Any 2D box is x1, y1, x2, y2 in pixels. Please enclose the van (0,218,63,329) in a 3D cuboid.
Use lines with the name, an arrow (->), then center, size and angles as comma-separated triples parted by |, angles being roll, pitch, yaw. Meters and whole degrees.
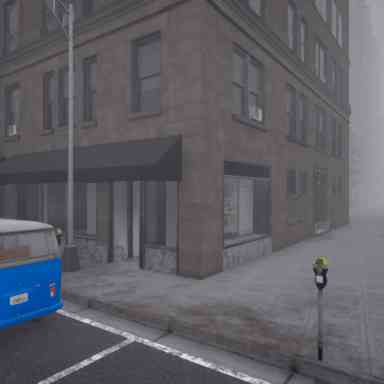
van -> -4.055, 1.340, 5.973 | 3.998, 1.788, 1.690 | 0, 0, 36
